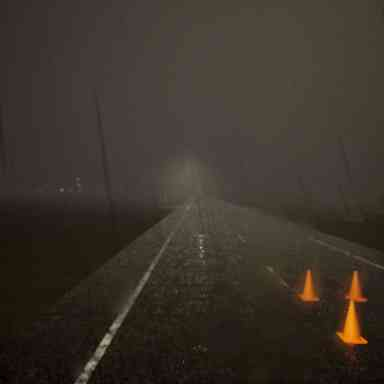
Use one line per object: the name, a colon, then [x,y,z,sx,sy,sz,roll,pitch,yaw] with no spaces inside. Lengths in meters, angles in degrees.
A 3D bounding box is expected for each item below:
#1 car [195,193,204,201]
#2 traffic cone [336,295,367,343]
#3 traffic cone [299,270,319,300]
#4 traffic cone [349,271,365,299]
car: [1.998,1.228,89.302,2.150,2.045,5.566,1,0,1]
traffic cone: [2.488,1.985,5.188,0.340,0.580,0.340,1,0,1]
traffic cone: [2.524,1.986,7.187,0.340,0.580,0.340,1,0,1]
traffic cone: [3.524,1.997,7.169,0.340,0.580,0.340,1,0,1]
